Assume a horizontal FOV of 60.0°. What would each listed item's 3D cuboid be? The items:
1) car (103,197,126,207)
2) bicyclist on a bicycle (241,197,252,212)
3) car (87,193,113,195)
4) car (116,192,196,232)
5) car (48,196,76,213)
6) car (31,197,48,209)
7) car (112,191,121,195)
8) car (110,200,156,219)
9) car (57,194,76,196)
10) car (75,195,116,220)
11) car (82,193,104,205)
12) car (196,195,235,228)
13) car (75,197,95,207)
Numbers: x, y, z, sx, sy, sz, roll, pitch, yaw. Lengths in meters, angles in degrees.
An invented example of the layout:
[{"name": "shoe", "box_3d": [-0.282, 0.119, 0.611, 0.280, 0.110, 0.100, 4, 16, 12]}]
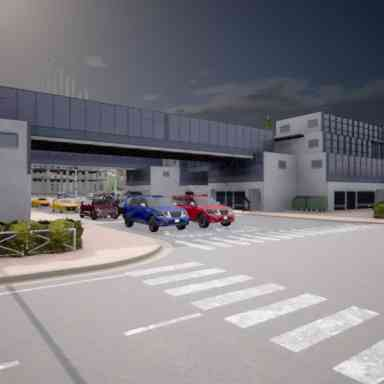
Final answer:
[{"name": "car", "box_3d": [-12.241, 1.543, 52.359, 1.812, 1.442, 4.674, 0, 0, -35]}, {"name": "bicyclist on a bicycle", "box_3d": [5.764, 1.325, 34.891, 1.656, 1.620, 0.582, 0, 0, -36]}, {"name": "car", "box_3d": [-11.428, 1.363, 39.062, 2.097, 1.767, 4.553, 0, 0, -36]}, {"name": "car", "box_3d": [-2.411, 1.230, 20.606, 2.150, 2.045, 5.566, 0, 0, -35]}, {"name": "car", "box_3d": [-14.051, 1.486, 36.716, 1.882, 1.535, 5.008, 0, 0, -36]}, {"name": "car", "box_3d": [-21.138, 1.486, 46.593, 1.882, 1.535, 5.008, 0, 0, -35]}, {"name": "car", "box_3d": [-7.641, 1.235, 40.128, 2.150, 2.045, 5.566, 0, 0, -36]}, {"name": "car", "box_3d": [-5.582, 1.559, 30.976, 2.033, 1.411, 5.357, 0, 0, -36]}, {"name": "car", "box_3d": [-19.791, 1.519, 50.737, 1.837, 1.490, 4.892, 0, -1, -36]}, {"name": "car", "box_3d": [-7.920, 1.360, 28.239, 2.097, 1.767, 4.553, 0, 0, -36]}, {"name": "car", "box_3d": [-17.906, 1.239, 60.089, 2.150, 2.045, 5.566, 0, 0, -36]}, {"name": "car", "box_3d": [0.433, 1.233, 22.688, 2.150, 2.045, 5.566, 0, 0, -36]}, {"name": "car", "box_3d": [-17.204, 1.540, 53.282, 1.812, 1.442, 4.674, 0, 0, -36]}]
